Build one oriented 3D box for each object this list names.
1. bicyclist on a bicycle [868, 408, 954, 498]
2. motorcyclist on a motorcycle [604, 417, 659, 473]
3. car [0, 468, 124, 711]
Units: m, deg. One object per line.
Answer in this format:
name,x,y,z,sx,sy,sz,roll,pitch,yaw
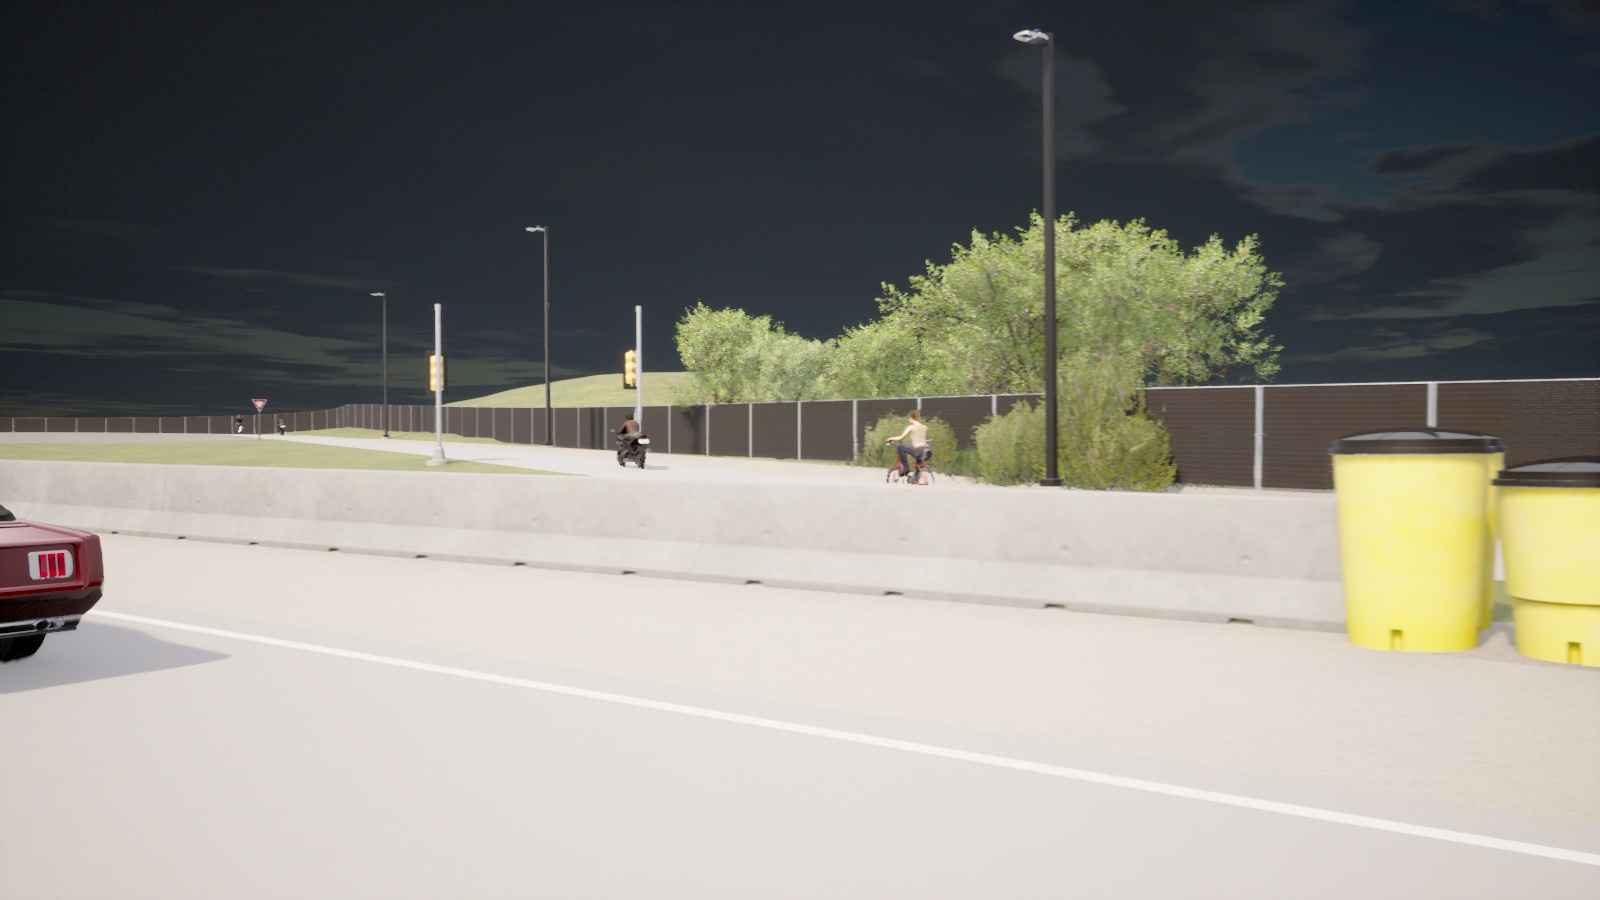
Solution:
bicyclist on a bicycle,2.062,0.031,23.428,0.866,1.612,1.509,-1,2,-31
motorcyclist on a motorcycle,-4.744,-0.157,35.224,0.797,1.523,2.044,-2,2,-29
car,-6.499,0.784,7.944,4.718,1.301,1.895,0,1,34
